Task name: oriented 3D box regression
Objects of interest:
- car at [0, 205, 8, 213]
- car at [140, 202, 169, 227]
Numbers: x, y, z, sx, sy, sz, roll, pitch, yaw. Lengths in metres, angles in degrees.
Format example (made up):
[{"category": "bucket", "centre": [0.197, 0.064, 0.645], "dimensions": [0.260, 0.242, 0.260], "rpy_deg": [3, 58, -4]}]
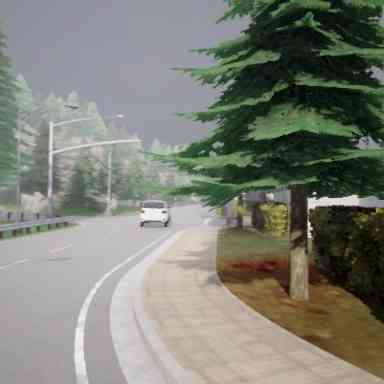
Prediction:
[{"category": "car", "centre": [-22.839, 1.908, 36.695], "dimensions": [4.674, 1.442, 1.812], "rpy_deg": [0, -1, 4]}, {"category": "car", "centre": [-2.991, 1.721, 27.575], "dimensions": [2.150, 2.045, 5.566], "rpy_deg": [1, -1, -2]}]
